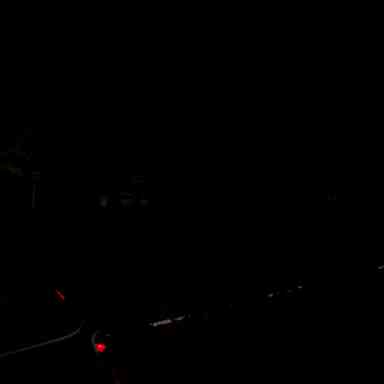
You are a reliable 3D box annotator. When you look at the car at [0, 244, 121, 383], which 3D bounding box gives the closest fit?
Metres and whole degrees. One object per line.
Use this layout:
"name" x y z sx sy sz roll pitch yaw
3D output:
"car" -2.833 1.360 2.141 4.553 1.767 2.097 -1 1 -33
